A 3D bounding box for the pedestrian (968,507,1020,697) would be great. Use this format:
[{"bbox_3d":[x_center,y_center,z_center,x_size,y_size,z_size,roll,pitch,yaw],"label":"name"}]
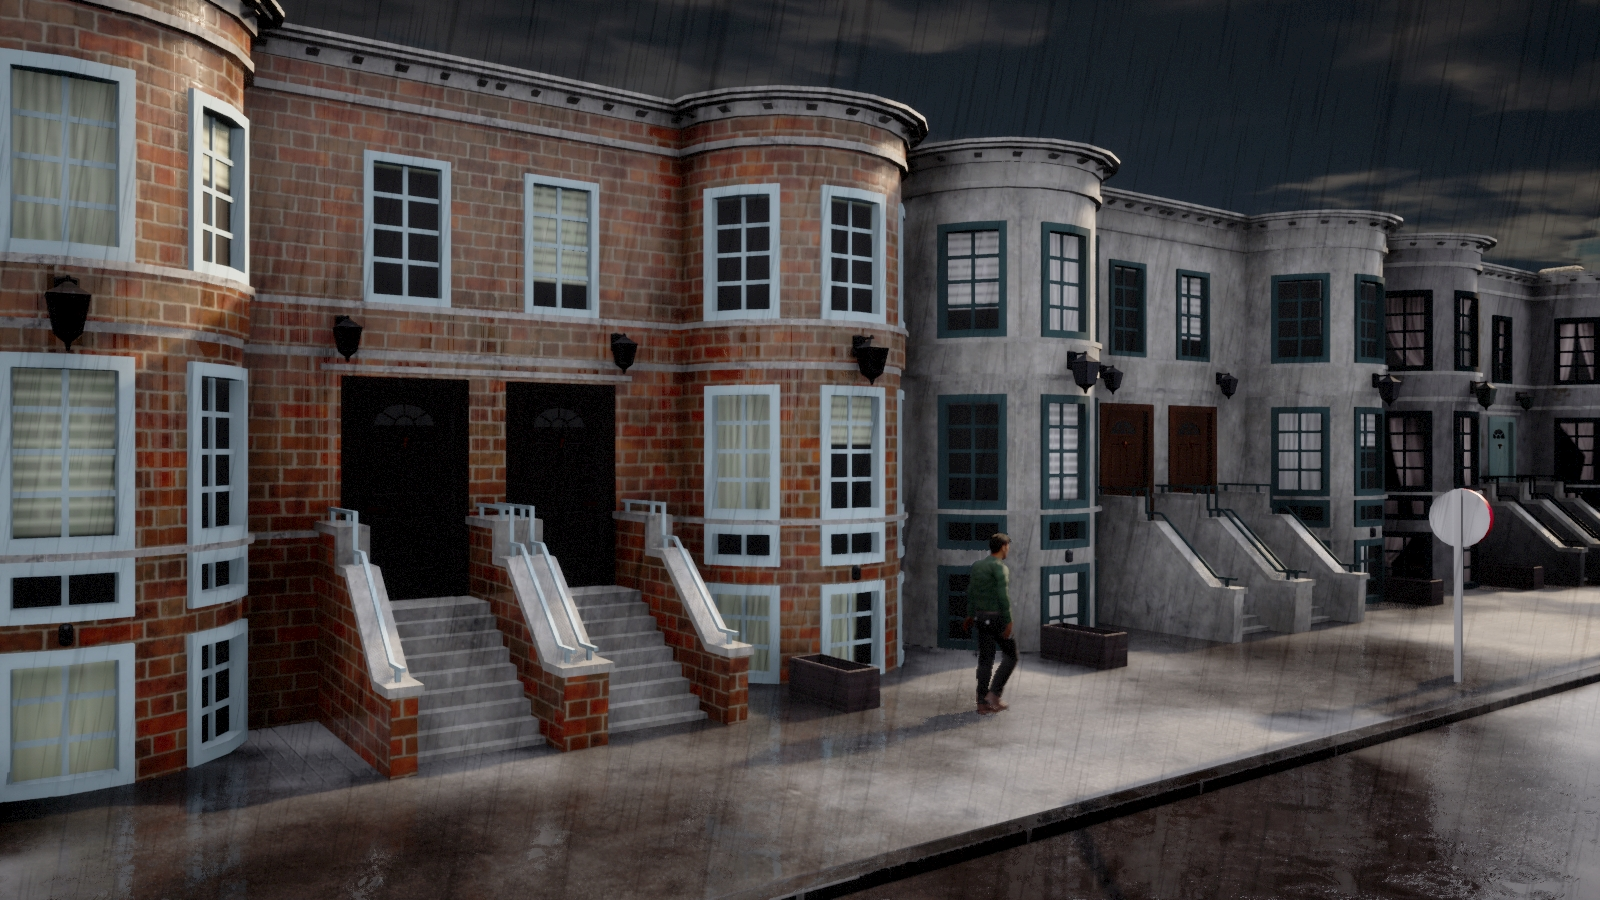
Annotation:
[{"bbox_3d":[1.966,1.524,11.603,0.375,1.860,0.375,0,0,-27],"label":"pedestrian"}]
